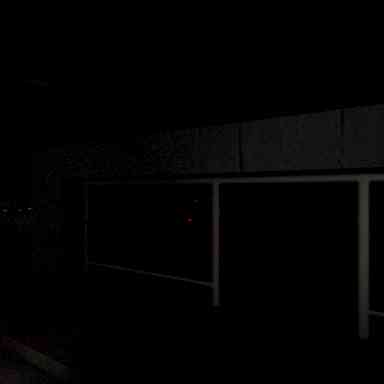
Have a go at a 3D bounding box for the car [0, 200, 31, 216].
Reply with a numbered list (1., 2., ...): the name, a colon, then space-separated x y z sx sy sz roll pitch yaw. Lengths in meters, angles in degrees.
1. car: -15.239 1.520 30.688 1.837 1.490 4.892 0 0 34
